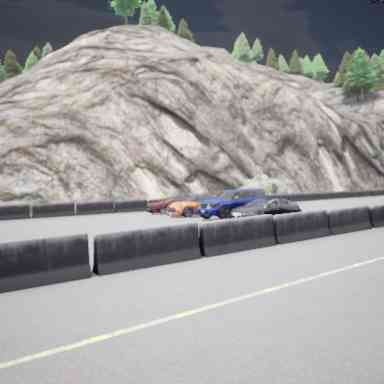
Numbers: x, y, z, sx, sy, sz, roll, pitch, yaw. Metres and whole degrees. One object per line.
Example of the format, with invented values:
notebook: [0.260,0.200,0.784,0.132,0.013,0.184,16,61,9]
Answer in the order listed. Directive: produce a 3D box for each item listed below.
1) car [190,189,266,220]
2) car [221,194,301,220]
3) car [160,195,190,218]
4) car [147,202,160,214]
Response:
car: [2.962,0.827,23.153,5.566,2.045,2.150,-2,1,-35]
car: [4.447,1.114,19.919,4.902,1.511,2.128,-2,1,-35]
car: [0.282,0.978,25.547,4.553,1.767,2.097,-2,1,-35]
car: [-1.490,1.096,28.580,5.008,1.535,1.882,-2,1,-35]
